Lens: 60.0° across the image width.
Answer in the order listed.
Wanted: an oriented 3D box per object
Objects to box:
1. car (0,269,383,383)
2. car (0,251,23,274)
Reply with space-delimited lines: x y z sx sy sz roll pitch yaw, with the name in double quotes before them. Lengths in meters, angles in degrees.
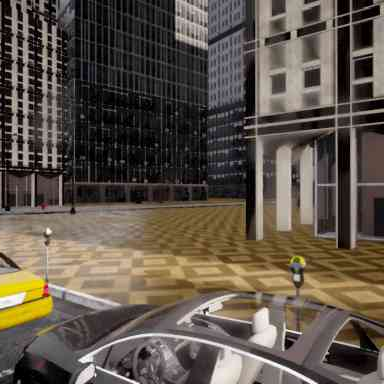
"car" 0.256 1.551 2.694 4.403 1.369 2.008 0 0 36
"car" -4.498 1.525 6.087 4.829 1.417 1.752 0 0 36
